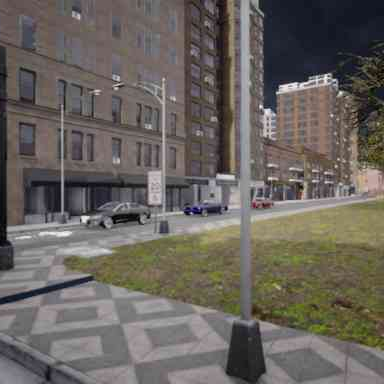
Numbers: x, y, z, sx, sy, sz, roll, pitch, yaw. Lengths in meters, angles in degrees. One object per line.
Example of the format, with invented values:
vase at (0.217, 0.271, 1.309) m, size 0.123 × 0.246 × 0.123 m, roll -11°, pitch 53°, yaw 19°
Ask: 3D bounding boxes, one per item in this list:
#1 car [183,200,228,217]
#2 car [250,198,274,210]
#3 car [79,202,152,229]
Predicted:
car at (1.229, 1.402, 28.869) m, size 1.895 × 1.301 × 4.718 m, roll 0°, pitch 0°, yaw 36°
car at (7.570, 1.326, 37.703) m, size 1.895 × 1.301 × 4.718 m, roll 0°, pitch 0°, yaw 36°
car at (-4.633, 1.369, 20.691) m, size 2.128 × 1.511 × 4.902 m, roll 0°, pitch 0°, yaw 36°
